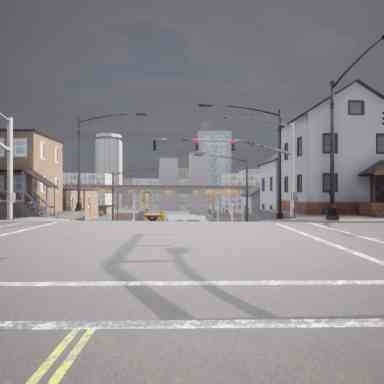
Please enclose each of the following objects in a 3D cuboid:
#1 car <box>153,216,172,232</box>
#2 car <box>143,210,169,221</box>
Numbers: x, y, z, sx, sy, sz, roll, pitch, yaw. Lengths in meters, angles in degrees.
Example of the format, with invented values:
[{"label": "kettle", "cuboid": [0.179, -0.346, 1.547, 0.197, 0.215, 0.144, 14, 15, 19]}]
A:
[{"label": "car", "cuboid": [-3.776, 4.235, 43.667, 2.128, 1.511, 4.902, 0, -13, -1]}, {"label": "car", "cuboid": [-3.670, 2.536, 33.444, 1.882, 1.535, 5.008, 0, -9, 1]}]
